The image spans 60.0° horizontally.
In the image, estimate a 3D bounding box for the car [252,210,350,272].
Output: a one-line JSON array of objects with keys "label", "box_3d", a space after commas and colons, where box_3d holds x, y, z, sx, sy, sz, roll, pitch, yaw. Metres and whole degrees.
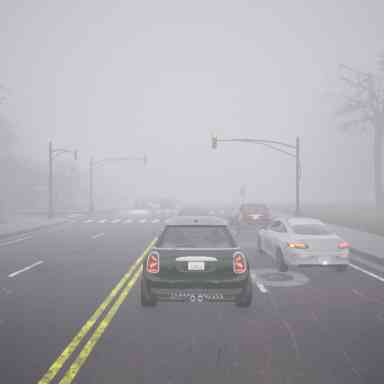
[{"label": "car", "box_3d": [3.351, 1.525, 10.674, 1.812, 1.442, 4.674, 0, 0, 0]}]

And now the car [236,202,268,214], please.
[{"label": "car", "box_3d": [3.342, 1.351, 19.468, 2.097, 1.767, 4.553, 0, 0, 0]}]

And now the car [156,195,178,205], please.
[{"label": "car", "box_3d": [-3.273, 1.493, 43.975, 1.837, 1.490, 4.892, 0, 1, 0]}]

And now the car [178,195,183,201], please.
[{"label": "car", "box_3d": [-3.236, 1.468, 57.824, 2.128, 1.511, 4.902, 0, 0, 0]}]

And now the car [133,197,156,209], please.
[{"label": "car", "box_3d": [-6.525, 1.481, 44.135, 2.128, 1.511, 4.902, 0, 0, 0]}]

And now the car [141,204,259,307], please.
[{"label": "car", "box_3d": [0.090, 1.352, 8.122, 2.097, 1.767, 4.553, 0, 0, 0]}]

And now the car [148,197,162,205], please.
[{"label": "car", "box_3d": [-6.482, 1.578, 58.922, 1.895, 1.301, 4.718, 0, 0, 0]}]

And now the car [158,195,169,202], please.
[{"label": "car", "box_3d": [-6.373, 1.503, 74.302, 2.033, 1.411, 5.357, 0, 0, 0]}]

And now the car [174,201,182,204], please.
[{"label": "car", "box_3d": [0.071, 1.477, 17.387, 1.882, 1.535, 5.008, 0, 0, 0]}]

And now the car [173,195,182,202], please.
[{"label": "car", "box_3d": [-3.126, 1.489, 72.950, 1.812, 1.442, 4.674, 0, 0, 0]}]
